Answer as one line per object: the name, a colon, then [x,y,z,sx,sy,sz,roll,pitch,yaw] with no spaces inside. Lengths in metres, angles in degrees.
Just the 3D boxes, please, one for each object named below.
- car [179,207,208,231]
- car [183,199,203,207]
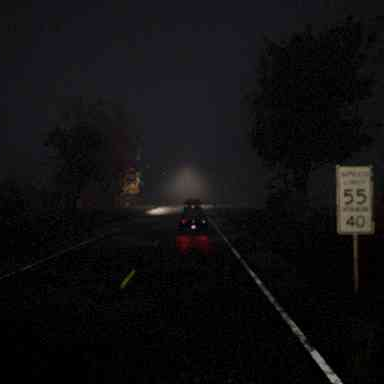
car: [0.099,1.921,22.906,1.895,1.301,4.718,0,-1,0]
car: [0.102,1.813,39.987,2.150,2.045,5.566,0,-1,0]
